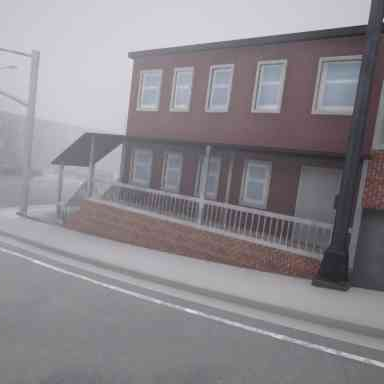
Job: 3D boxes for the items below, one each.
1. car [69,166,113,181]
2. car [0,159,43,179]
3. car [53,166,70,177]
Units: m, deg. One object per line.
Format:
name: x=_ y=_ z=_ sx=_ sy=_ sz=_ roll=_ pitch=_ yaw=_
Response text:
car: x=-11.788 y=-2.176 z=40.302 sx=1.837 sy=1.490 sz=4.892 roll=11 pitch=6 yaw=35
car: x=-17.429 y=-2.140 z=32.495 sx=2.033 sy=1.411 sz=5.357 roll=11 pitch=6 yaw=37
car: x=-14.708 y=-2.667 z=42.188 sx=2.033 sy=1.411 sz=5.357 roll=11 pitch=6 yaw=35
